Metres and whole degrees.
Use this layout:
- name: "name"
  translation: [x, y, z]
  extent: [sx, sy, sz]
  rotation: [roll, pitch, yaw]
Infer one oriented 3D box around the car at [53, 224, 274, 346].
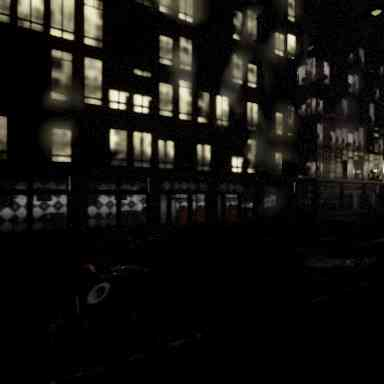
- name: "car"
  translation: [-0.393, 1.438, 6.274]
  extent: [4.097, 1.590, 1.967]
  rotation: [0, 0, -35]
